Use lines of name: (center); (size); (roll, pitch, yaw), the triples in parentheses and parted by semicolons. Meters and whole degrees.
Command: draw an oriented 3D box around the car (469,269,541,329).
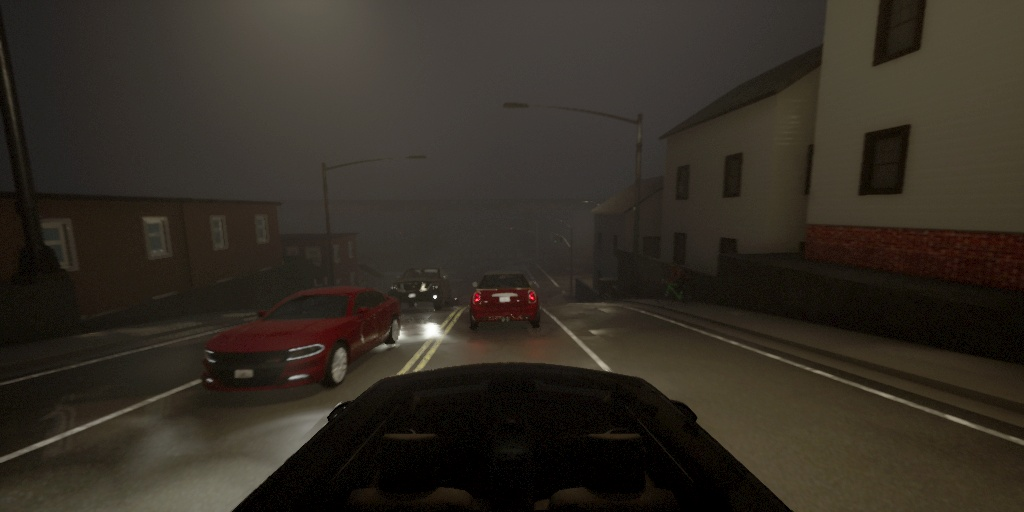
car: (-0.300, 1.292, 12.359); (2.097, 1.767, 4.553); (-1, -1, -3)

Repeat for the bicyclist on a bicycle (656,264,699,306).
bicyclist on a bicycle: (6.296, 1.116, 13.660); (1.656, 1.620, 0.582); (-1, 0, -2)

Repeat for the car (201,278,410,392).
car: (-3.786, 1.407, 7.454); (1.882, 1.535, 5.008); (-1, -1, -2)

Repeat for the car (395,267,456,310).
car: (-4.261, 1.540, 17.536); (2.150, 2.045, 5.566); (-1, -5, -3)

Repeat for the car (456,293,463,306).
car: (-4.833, 3.526, 27.588); (1.812, 1.442, 4.674); (-1, -13, -4)
